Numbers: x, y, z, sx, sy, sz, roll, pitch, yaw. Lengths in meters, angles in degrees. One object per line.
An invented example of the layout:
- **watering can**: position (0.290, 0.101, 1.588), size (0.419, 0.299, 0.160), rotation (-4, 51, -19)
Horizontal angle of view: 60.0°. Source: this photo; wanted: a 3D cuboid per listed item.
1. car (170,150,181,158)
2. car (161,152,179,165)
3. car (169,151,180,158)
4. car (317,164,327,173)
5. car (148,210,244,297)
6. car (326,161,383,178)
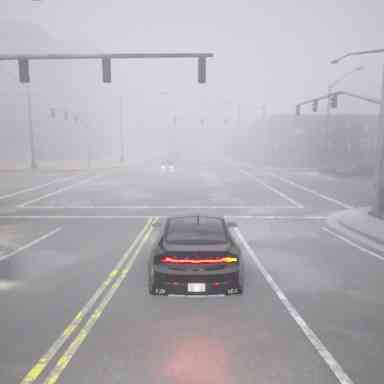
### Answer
- **car**: position (-3.483, -8.094, 70.992), size (1.882, 1.535, 5.008), rotation (0, 9, 0)
- **car**: position (-3.585, -4.896, 50.685), size (2.033, 1.411, 5.357), rotation (0, 9, 0)
- **car**: position (-3.553, -6.654, 60.815), size (2.097, 1.767, 4.553), rotation (0, 9, 0)
- **car**: position (15.945, -2.667, 36.316), size (4.181, 1.385, 1.994), rotation (0, 9, 0)
- **car**: position (0.074, 1.200, 8.020), size (1.837, 1.490, 4.892), rotation (0, 4, 0)
- **car**: position (16.650, -2.151, 32.855), size (5.357, 1.411, 2.033), rotation (0, 9, 2)
